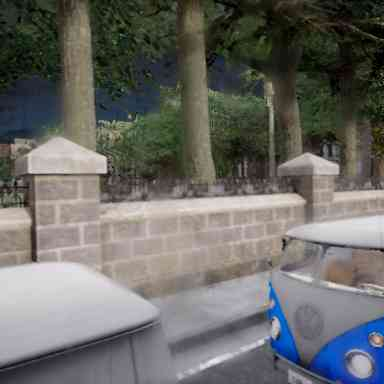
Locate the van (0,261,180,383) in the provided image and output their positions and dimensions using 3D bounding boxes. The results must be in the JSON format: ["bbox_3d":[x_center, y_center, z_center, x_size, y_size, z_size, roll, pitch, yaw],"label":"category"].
[{"bbox_3d":[-1.894,1.368,1.068,3.998,1.788,1.690,-2,1,-35],"label":"van"}]

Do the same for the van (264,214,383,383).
[{"bbox_3d":[2.715,1.206,4.347,3.998,1.788,1.690,-2,1,-35],"label":"van"}]
